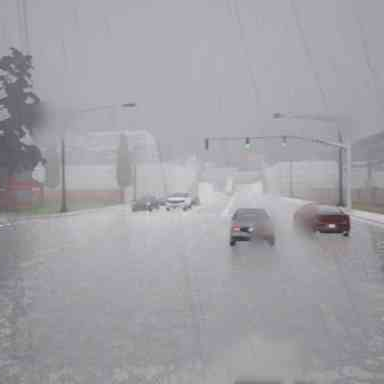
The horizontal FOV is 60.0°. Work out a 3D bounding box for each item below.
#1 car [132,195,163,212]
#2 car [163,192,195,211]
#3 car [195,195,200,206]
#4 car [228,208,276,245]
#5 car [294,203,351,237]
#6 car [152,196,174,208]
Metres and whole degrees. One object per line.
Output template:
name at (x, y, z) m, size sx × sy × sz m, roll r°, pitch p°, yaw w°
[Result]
car at (-5.055, 1.171, 36.675) m, size 2.097 × 1.767 × 4.553 m, roll -1°, pitch 0°, yaw 8°
car at (-1.408, 0.986, 37.450) m, size 2.150 × 2.045 × 5.566 m, roll -1°, pitch 0°, yaw 9°
car at (-0.068, 1.149, 46.892) m, size 1.882 × 1.535 × 5.008 m, roll -1°, pitch 0°, yaw 9°
car at (2.607, 1.435, 14.853) m, size 2.033 × 1.411 × 5.357 m, roll -1°, pitch 0°, yaw 8°
car at (6.431, 1.302, 16.922) m, size 1.882 × 1.535 × 5.008 m, roll -1°, pitch 0°, yaw 8°
car at (-3.840, 1.298, 45.228) m, size 1.994 × 1.385 × 4.181 m, roll -1°, pitch 0°, yaw 9°
